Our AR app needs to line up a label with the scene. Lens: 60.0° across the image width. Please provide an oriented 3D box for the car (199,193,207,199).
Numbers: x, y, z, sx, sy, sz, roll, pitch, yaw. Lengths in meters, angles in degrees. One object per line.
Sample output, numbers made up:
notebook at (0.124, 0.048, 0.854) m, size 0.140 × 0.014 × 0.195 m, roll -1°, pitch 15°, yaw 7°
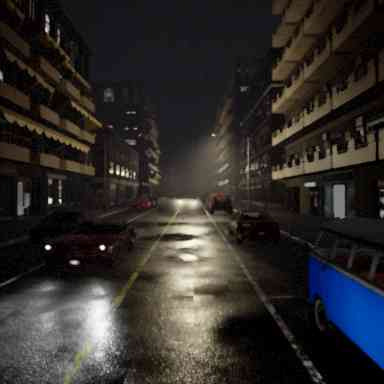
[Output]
car at (2.696, 1.064, 82.166) m, size 1.752 × 1.417 × 4.829 m, roll 1°, pitch 0°, yaw 0°

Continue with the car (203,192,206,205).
car at (2.702, 1.103, 37.426) m, size 2.192 × 1.841 × 5.009 m, roll 1°, pitch 0°, yaw 0°

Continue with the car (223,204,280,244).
car at (2.700, 1.458, 15.143) m, size 1.887 × 1.381 × 4.507 m, roll 1°, pitch 0°, yaw 0°

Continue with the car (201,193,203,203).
car at (2.698, 1.250, 48.739) m, size 1.752 × 1.417 × 4.829 m, roll 1°, pitch 0°, yaw 0°

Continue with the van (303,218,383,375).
van at (2.703, 1.318, 4.001) m, size 1.690 × 1.788 × 3.998 m, roll 1°, pitch 0°, yaw 0°

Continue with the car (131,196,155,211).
car at (-5.682, 1.332, 37.467) m, size 1.887 × 1.381 × 4.507 m, roll 1°, pitch 0°, yaw 0°

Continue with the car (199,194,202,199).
car at (2.701, 1.010, 54.139) m, size 2.192 × 1.841 × 5.009 m, roll 1°, pitch 0°, yaw 0°

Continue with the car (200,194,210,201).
car at (2.696, 1.152, 70.854) m, size 2.008 × 1.369 × 4.403 m, roll 1°, pitch 0°, yaw 0°

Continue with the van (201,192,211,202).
van at (2.700, 0.974, 65.281) m, size 1.690 × 1.788 × 3.998 m, roll 1°, pitch 0°, yaw 0°

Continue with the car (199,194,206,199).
car at (2.695, 1.091, 87.568) m, size 1.802 × 1.307 × 4.206 m, roll 1°, pitch 0°, yaw 0°

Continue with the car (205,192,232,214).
car at (2.702, 1.134, 31.855) m, size 2.192 × 1.841 × 5.009 m, roll 1°, pitch 0°, yaw 0°

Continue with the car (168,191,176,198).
car at (-5.685, 1.044, 93.178) m, size 1.947 × 1.339 × 4.313 m, roll 1°, pitch 0°, yaw 0°

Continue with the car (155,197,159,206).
car at (-5.682, 1.339, 43.038) m, size 1.802 × 1.307 × 4.206 m, roll 1°, pitch 0°, yaw 0°

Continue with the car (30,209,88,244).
car at (-5.681, 1.479, 15.183) m, size 1.947 × 1.339 × 4.313 m, roll 1°, pitch 0°, yaw 0°

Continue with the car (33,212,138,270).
car at (-3.083, 1.538, 10.948) m, size 1.895 × 1.301 × 4.718 m, roll 0°, pitch 0°, yaw 0°
